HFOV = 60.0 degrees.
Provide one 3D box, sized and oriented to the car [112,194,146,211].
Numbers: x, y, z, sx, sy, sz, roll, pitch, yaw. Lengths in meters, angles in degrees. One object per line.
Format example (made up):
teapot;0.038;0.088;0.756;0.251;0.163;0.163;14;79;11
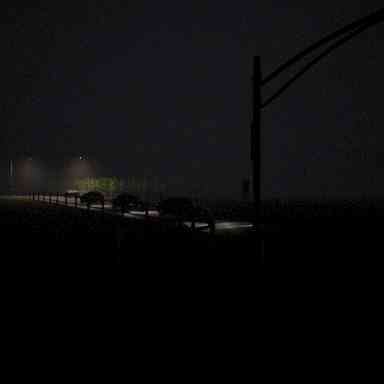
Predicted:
car;-6.123;0.969;31.958;1.837;1.490;4.892;0;1;-35

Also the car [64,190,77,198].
car;-22.405;0.375;61.745;2.128;1.511;4.902;0;1;-35

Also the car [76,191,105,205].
car;-12.278;0.798;40.806;1.812;1.442;4.674;0;1;-35

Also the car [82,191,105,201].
car;-15.430;0.572;51.756;1.882;1.535;5.008;0;1;-35

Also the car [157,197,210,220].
car;-0.720;1.114;24.208;1.882;1.535;5.008;0;1;-35
